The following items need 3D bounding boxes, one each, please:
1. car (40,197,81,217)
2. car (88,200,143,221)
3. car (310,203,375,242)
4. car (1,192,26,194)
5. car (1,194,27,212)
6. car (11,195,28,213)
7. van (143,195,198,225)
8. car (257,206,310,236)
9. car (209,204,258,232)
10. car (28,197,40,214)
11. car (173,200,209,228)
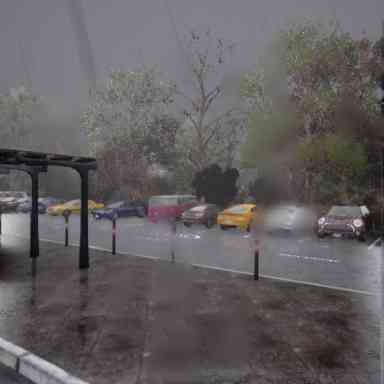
[{"bbox_3d":[-10.288,1.341,29.736,1.946,1.575,5.366,1,0,35],"label":"car"},{"bbox_3d":[-5.667,1.419,26.655,2.163,1.488,4.792,1,0,35],"label":"car"},{"bbox_3d":[7.960,1.404,17.080,2.185,1.767,4.553,1,0,35],"label":"car"},{"bbox_3d":[-21.520,0.978,37.883,2.435,2.045,5.566,1,0,35],"label":"car"},{"bbox_3d":[-16.972,1.275,34.703,2.097,1.535,5.008,1,0,35],"label":"car"},{"bbox_3d":[-14.706,1.299,33.100,2.231,1.521,4.892,1,0,35],"label":"car"},{"bbox_3d":[-1.051,1.210,23.565,1.878,1.987,4.442,1,0,35],"label":"van"},{"bbox_3d":[5.674,1.546,18.657,2.002,1.452,4.674,1,0,35],"label":"car"},{"bbox_3d":[3.408,1.482,20.258,2.097,1.535,5.008,1,0,35],"label":"car"},{"bbox_3d":[-12.429,1.351,31.515,2.163,1.488,4.792,1,0,35],"label":"car"},{"bbox_3d":[1.142,1.499,21.865,2.002,1.452,4.674,1,0,35],"label":"car"}]
